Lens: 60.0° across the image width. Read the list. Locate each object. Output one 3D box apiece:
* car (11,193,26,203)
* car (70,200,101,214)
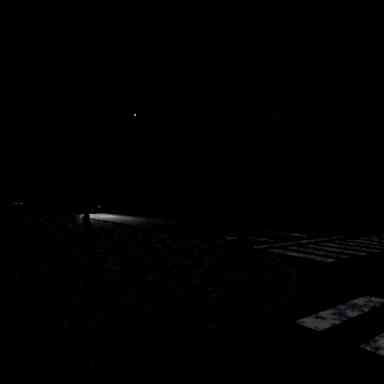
[{"bbox_3d":[-37.134,1.219,71.032,2.150,2.045,5.566,1,0,-36],"label":"car"},{"bbox_3d":[-11.179,1.558,34.844,1.895,1.301,4.718,1,0,-36],"label":"car"}]
